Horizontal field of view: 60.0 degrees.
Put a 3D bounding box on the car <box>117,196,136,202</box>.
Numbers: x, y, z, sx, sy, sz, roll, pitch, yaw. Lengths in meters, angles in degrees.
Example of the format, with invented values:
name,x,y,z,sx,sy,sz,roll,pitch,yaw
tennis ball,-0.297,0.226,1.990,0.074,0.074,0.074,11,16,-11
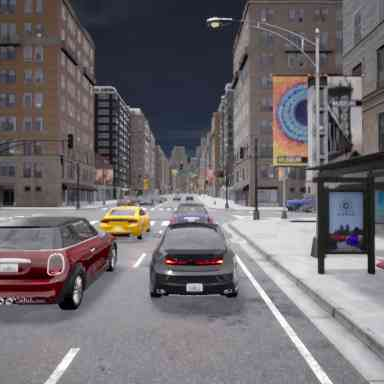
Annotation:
name,x,y,z,sx,sy,sz,roll,pitch,yaw
car,-10.197,1.370,51.304,2.097,1.767,4.553,0,0,0

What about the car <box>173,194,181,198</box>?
name,x,y,z,sx,sy,sz,roll,pitch,yaw
car,-3.819,1.602,82.034,1.895,1.301,4.718,0,0,0

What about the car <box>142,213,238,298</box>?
name,x,y,z,sx,sy,sz,roll,pitch,yaw
car,0.023,1.508,8.531,1.837,1.490,4.892,0,0,-1

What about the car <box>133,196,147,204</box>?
name,x,y,z,sx,sy,sz,roll,pitch,yaw
car,-10.239,1.581,65.960,1.994,1.385,4.181,0,0,0

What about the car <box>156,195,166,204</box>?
name,x,y,z,sx,sy,sz,roll,pitch,yaw
car,-6.992,1.370,66.073,2.097,1.767,4.553,0,0,0

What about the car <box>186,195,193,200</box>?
name,x,y,z,sx,sy,sz,roll,pitch,yaw
car,-0.637,1.433,92.058,1.895,1.301,4.718,0,0,0

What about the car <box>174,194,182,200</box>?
name,x,y,z,sx,sy,sz,roll,pitch,yaw
car,-3.887,1.363,92.006,2.128,1.511,4.902,0,0,0

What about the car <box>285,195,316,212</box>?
name,x,y,z,sx,sy,sz,roll,pitch,yaw
car,13.640,1.352,39.085,5.566,2.045,2.150,0,-1,-1

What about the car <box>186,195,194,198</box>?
name,x,y,z,sx,sy,sz,roll,pitch,yaw
car,-0.566,1.484,81.609,1.882,1.535,5.008,0,0,0

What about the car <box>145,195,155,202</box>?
name,x,y,z,sx,sy,sz,roll,pitch,yaw
car,-10.313,1.515,81.035,1.837,1.490,4.892,0,0,0

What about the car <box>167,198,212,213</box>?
name,x,y,z,sx,sy,sz,roll,pitch,yaw
car,-0.036,1.358,17.467,2.097,1.767,4.553,0,0,0

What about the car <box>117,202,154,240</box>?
name,x,y,z,sx,sy,sz,roll,pitch,yaw
car,-3.282,1.484,17.088,1.882,1.535,5.008,0,0,-1

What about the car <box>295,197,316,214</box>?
name,x,y,z,sx,sy,sz,roll,pitch,yaw
car,14.144,1.594,35.836,4.892,1.490,1.837,0,-1,-1

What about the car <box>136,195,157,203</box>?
name,x,y,z,sx,sy,sz,roll,pitch,yaw
car,-6.947,1.582,51.369,1.994,1.385,4.181,0,0,0

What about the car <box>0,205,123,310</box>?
name,x,y,z,sx,sy,sz,roll,pitch,yaw
car,-3.221,1.355,7.960,2.097,1.767,4.553,0,0,-1
